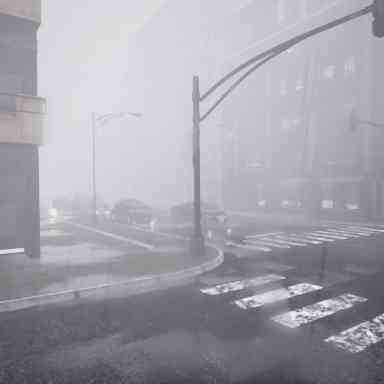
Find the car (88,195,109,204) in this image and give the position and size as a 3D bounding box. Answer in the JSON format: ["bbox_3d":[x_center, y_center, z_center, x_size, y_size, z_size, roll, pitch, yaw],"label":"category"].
[{"bbox_3d":[-15.585,1.217,55.292,1.752,1.417,4.829,-1,1,-35],"label":"car"}]

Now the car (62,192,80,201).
[{"bbox_3d":[-25.186,0.936,69.171,2.192,1.841,5.009,-1,1,-35],"label":"car"}]

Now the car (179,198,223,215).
[{"bbox_3d":[0.756,1.360,31.846,1.887,1.381,4.507,-1,1,-35],"label":"car"}]

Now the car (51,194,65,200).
[{"bbox_3d":[-31.649,1.125,78.522,2.008,1.369,4.403,-1,1,-35],"label":"car"}]

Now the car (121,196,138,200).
[{"bbox_3d":[-5.494,1.374,30.519,1.882,1.535,5.008,-1,1,-35],"label":"car"}]

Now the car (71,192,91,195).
[{"bbox_3d":[-17.234,1.087,53.114,2.097,1.767,4.553,-1,1,-35],"label":"car"}]

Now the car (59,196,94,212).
[{"bbox_3d":[-12.682,1.449,36.364,2.008,1.369,4.403,-1,1,-35],"label":"car"}]

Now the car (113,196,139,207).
[{"bbox_3d":[-9.121,1.266,45.945,1.752,1.417,4.829,-1,1,-35],"label":"car"}]

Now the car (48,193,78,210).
[{"bbox_3d":[-15.914,1.313,41.037,1.967,1.590,4.097,-1,1,-35],"label":"car"}]

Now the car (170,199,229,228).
[{"bbox_3d":[0.387,1.434,22.010,2.128,1.511,4.902,-1,1,-35],"label":"car"}]

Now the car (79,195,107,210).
[{"bbox_3d":[-11.492,1.397,39.205,2.033,1.411,5.357,-1,1,-35],"label":"car"}]

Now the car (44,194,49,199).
[{"bbox_3d":[-34.977,1.076,83.335,1.752,1.417,4.829,-1,1,-35],"label":"car"}]

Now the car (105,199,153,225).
[{"bbox_3d":[-4.421,1.509,24.191,1.887,1.381,4.507,-1,1,-35],"label":"car"}]
